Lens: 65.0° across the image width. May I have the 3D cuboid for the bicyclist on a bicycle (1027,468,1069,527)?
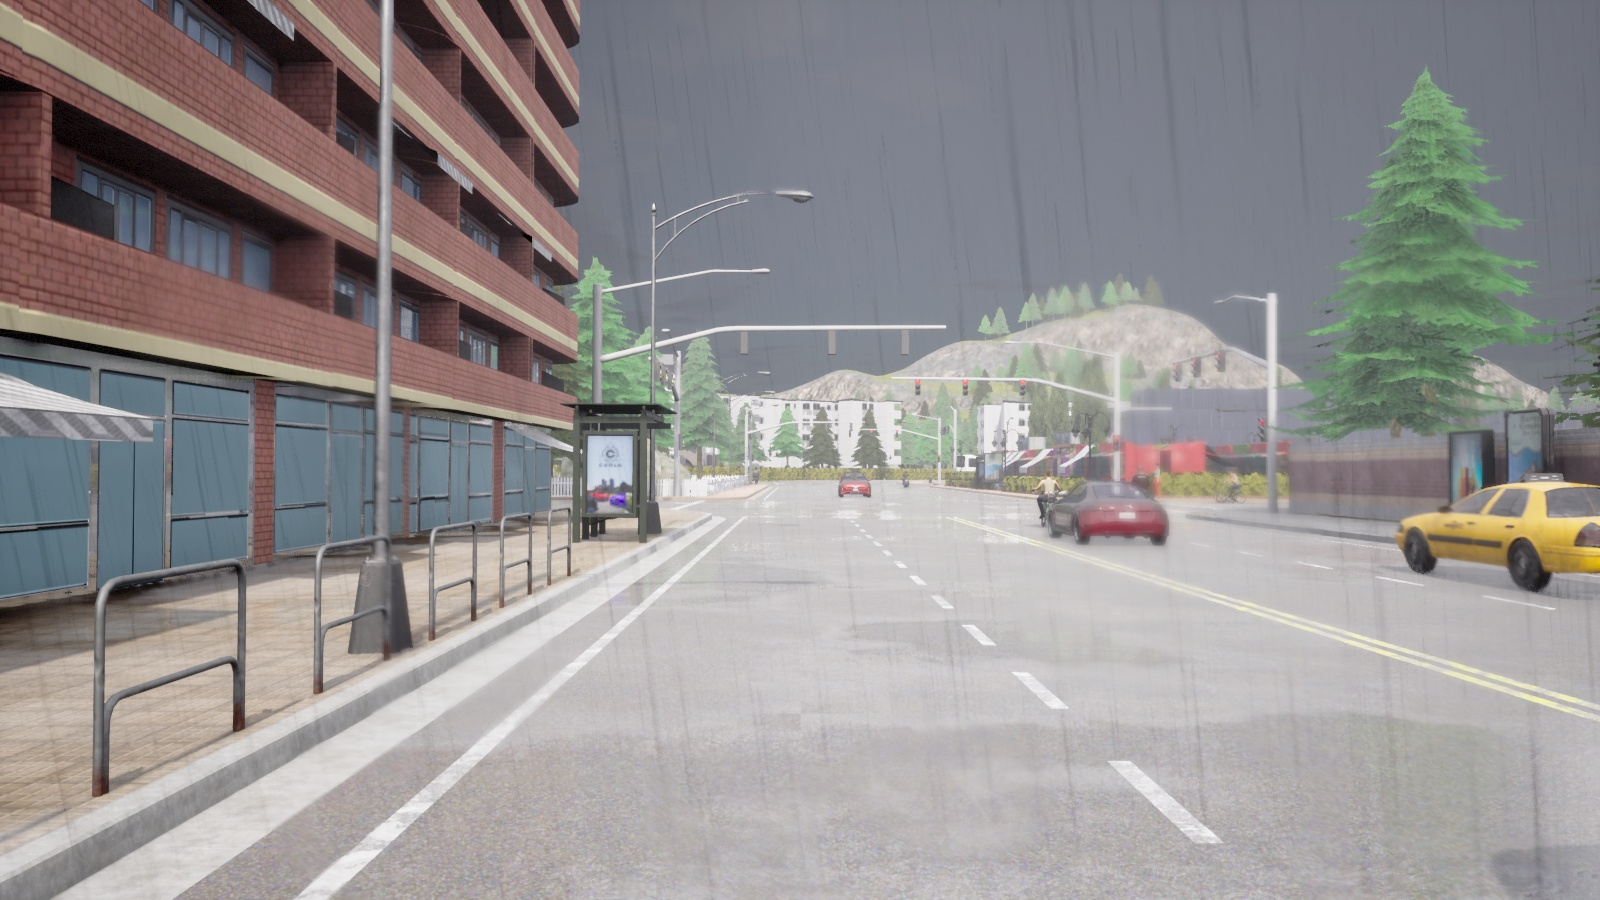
[{"bbox_3d":[6.904,1.310,34.999,0.866,1.612,1.509,0,-1,0],"label":"bicyclist on a bicycle"}]

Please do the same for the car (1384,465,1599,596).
[{"bbox_3d":[10.453,1.011,17.836,1.801,1.575,5.366,0,-1,0],"label":"car"}]

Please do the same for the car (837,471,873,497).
[{"bbox_3d":[3.301,2.029,76.449,2.007,1.525,4.514,0,-1,0],"label":"car"}]

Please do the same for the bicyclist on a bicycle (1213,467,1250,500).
[{"bbox_3d":[21.045,1.638,61.270,1.509,1.612,0.866,0,-1,0],"label":"bicyclist on a bicycle"}]

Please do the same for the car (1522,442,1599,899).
[{"bbox_3d":[3.494,0.762,1.855,2.033,1.649,4.856,0,-1,0],"label":"car"}]

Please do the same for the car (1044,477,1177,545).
[{"bbox_3d":[6.923,1.328,28.475,1.994,1.385,4.181,0,-1,0],"label":"car"}]
